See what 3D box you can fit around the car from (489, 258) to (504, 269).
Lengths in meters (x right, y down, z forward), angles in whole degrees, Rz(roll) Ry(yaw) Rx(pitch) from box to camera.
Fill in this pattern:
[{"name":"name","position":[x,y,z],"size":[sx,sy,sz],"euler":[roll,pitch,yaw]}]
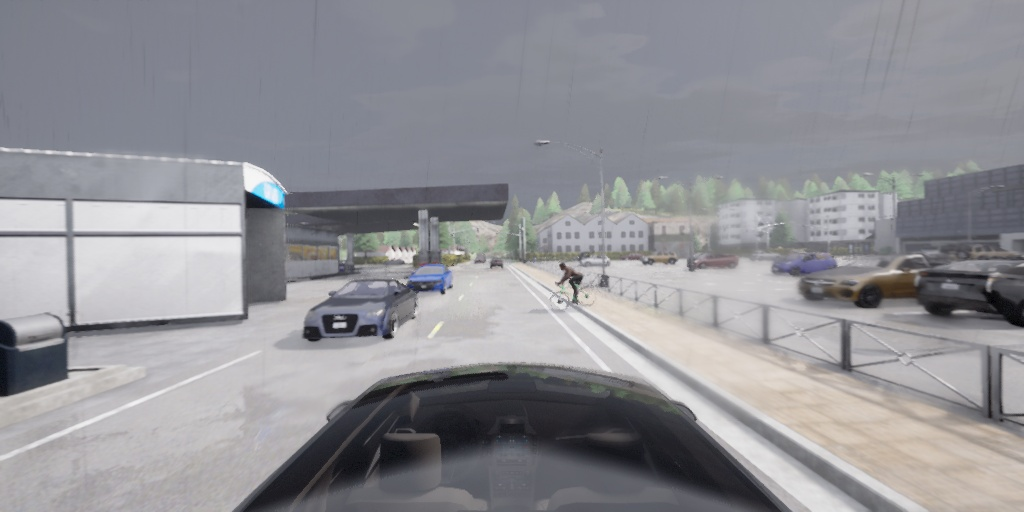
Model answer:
[{"name":"car","position":[-2.193,1.019,50.993],"size":[1.837,1.490,4.892],"euler":[-1,0,-3]}]

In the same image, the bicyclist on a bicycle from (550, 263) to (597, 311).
[{"name":"bicyclist on a bicycle","position":[2.008,1.012,12.250],"size":[1.656,1.620,0.582],"euler":[-11,1,-3]}]

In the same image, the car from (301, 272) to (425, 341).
[{"name":"car","position":[-3.931,1.344,9.973],"size":[1.994,1.385,4.181],"euler":[-1,0,-3]}]

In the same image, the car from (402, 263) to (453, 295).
[{"name":"car","position":[-4.406,1.211,19.901],"size":[1.882,1.535,5.008],"euler":[-1,0,-3]}]
